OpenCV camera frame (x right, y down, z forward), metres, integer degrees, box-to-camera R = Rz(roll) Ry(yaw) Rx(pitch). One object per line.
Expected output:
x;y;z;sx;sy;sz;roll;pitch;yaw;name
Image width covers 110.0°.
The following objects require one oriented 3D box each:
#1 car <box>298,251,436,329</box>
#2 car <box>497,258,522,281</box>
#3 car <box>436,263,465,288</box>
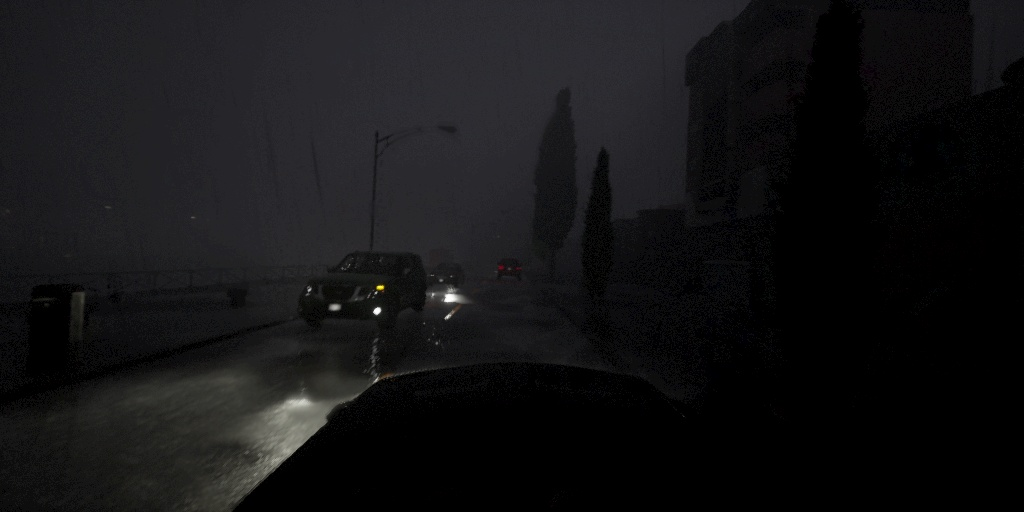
-4.143;0.860;11.129;2.150;2.045;5.566;3;0;-1;car
-0.243;1.213;34.038;2.150;2.045;5.566;3;0;0;car
-4.282;1.226;24.108;2.128;1.511;4.902;3;-1;0;car
